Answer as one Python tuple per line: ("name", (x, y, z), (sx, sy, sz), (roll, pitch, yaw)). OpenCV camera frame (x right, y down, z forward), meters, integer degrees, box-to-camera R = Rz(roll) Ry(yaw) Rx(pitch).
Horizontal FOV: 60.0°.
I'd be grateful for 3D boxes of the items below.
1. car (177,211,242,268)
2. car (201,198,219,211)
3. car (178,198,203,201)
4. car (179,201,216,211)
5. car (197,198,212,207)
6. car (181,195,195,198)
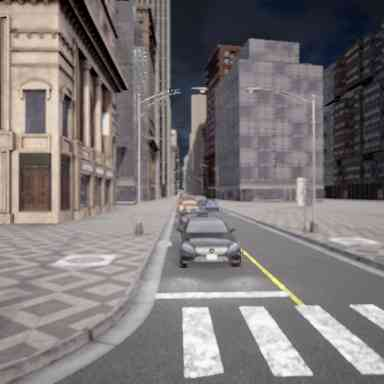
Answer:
("car", (0.480, 1.601, 11.740), (1.812, 1.442, 4.674), (0, 0, -2))
("car", (2.560, 1.788, 44.674), (2.033, 1.411, 5.357), (0, 0, -2))
("car", (-0.225, 1.667, 32.407), (1.882, 1.535, 5.008), (0, 0, -2))
("car", (0.110, 1.624, 22.092), (2.128, 1.511, 4.902), (0, 0, -2))
("car", (2.125, 1.790, 57.600), (2.128, 1.511, 4.902), (0, 0, -2))
("car", (-0.526, 1.465, 42.797), (2.150, 2.045, 5.566), (0, 0, -2))
